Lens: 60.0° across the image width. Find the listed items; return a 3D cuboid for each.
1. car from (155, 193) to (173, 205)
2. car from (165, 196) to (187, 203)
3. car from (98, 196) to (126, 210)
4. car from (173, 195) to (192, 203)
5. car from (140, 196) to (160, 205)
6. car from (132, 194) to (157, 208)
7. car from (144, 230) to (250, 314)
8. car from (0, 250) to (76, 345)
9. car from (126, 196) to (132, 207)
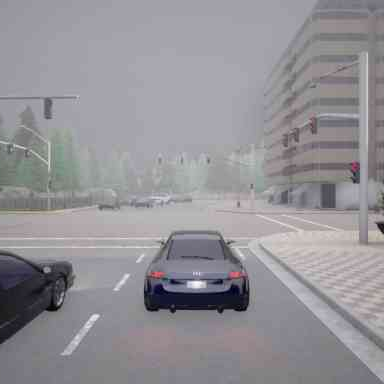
[{"bbox_3d":[-5.551,1.221,57.603,2.150,2.045,5.566,0,0,15],"label":"car"},{"bbox_3d":[-3.375,1.540,71.564,2.033,1.411,5.357,0,0,31],"label":"car"},{"bbox_3d":[-10.477,1.547,42.820,2.033,1.411,5.357,0,0,1],"label":"car"},{"bbox_3d":[-1.819,1.352,67.117,2.097,1.767,4.553,0,0,28],"label":"car"},{"bbox_3d":[-7.769,1.526,62.177,1.812,1.442,4.674,0,0,20],"label":"car"},{"bbox_3d":[-6.778,1.477,47.586,1.882,1.535,5.008,0,0,3],"label":"car"},{"bbox_3d":[0.090,1.564,7.729,1.994,1.385,4.181,0,0,0],"label":"car"},{"bbox_3d":[-3.428,1.547,4.694,2.033,1.411,5.357,0,0,0],"label":"car"},{"bbox_3d":[-9.853,1.352,52.283,2.097,1.767,4.553,0,0,6],"label":"car"}]
